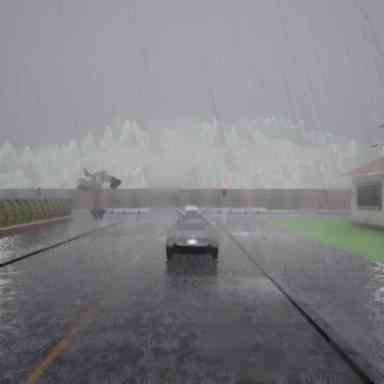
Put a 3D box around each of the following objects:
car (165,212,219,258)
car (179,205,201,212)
[{"bbox_3d":[0.022,1.717,13.553,1.994,1.385,4.181,0,-1,0],"label":"car"},{"bbox_3d":[-0.156,1.848,28.874,1.812,1.442,4.674,0,0,-4],"label":"car"}]
